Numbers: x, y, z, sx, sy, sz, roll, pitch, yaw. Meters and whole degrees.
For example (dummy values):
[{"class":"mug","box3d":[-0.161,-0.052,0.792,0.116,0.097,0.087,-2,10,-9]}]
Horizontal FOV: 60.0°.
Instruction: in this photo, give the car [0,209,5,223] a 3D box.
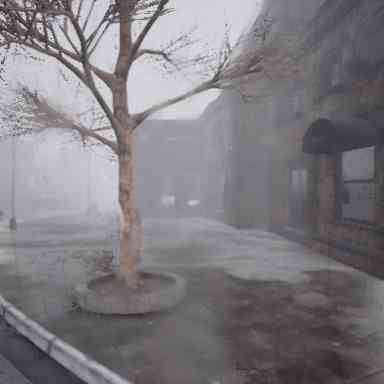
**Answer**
[{"class":"car","box3d":[-15.776,1.665,25.056,1.882,1.535,5.008,1,-1,-12]}]

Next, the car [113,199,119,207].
[{"class":"car","box3d":[-13.956,2.053,67.143,2.150,2.045,5.566,1,-1,13]}]
